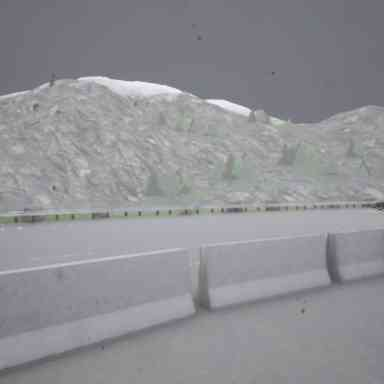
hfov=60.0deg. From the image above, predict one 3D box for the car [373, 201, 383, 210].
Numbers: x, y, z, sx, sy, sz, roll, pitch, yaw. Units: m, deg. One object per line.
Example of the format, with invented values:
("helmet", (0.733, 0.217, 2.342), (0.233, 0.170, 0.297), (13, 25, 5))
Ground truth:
("car", (21.936, 1.268, 35.480), (5.357, 1.411, 2.033), (0, 0, -22))
